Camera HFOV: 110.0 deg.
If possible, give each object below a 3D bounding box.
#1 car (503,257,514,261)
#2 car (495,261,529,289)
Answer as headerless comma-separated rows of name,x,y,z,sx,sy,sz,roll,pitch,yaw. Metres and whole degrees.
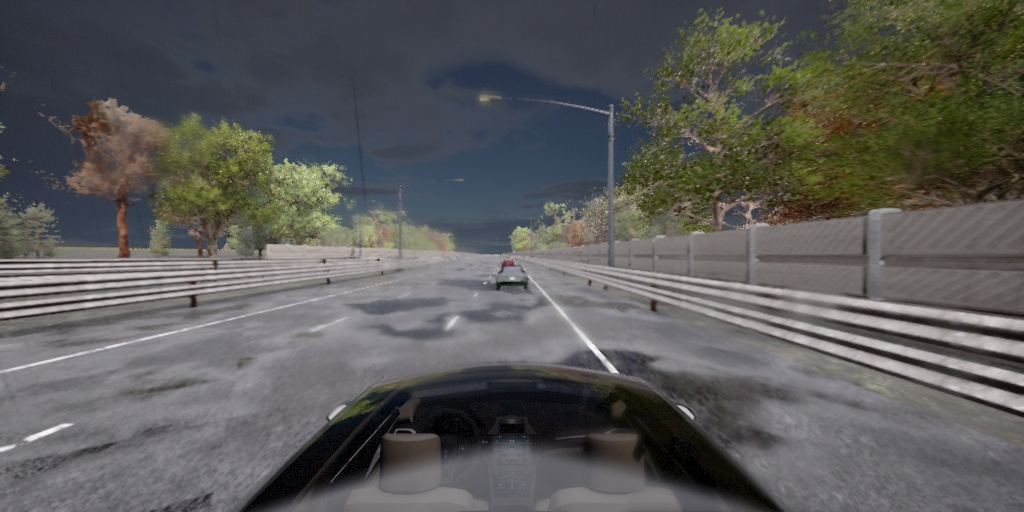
car,-0.574,0.952,55.617,1.882,1.535,5.008,0,1,-1
car,0.003,1.225,22.403,1.994,1.385,4.181,0,0,0
